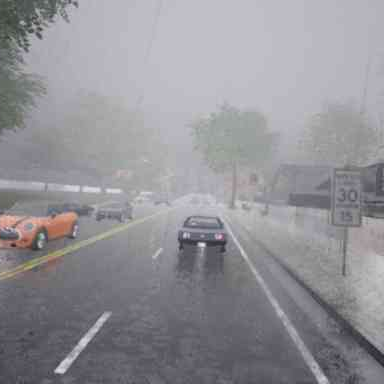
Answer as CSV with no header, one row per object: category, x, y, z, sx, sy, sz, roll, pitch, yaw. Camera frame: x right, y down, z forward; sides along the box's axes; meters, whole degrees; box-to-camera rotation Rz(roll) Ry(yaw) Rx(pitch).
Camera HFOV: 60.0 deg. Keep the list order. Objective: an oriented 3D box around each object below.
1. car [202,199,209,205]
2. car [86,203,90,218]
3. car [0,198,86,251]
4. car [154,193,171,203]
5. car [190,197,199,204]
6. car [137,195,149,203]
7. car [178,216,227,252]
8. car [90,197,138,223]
car,3.866,2.814,92.658,1.994,1.385,4.181,3,-1,3
car,-8.907,1.311,24.669,1.895,1.301,4.718,3,0,3
car,-6.169,1.134,13.047,2.097,1.767,4.553,3,0,3
car,-4.400,1.083,50.946,2.150,2.045,5.566,3,-1,3
car,0.623,2.667,92.813,1.994,1.385,4.181,3,-1,3
car,-7.656,1.234,51.115,1.812,1.442,4.674,3,-1,3
car,0.492,1.695,14.666,1.895,1.301,4.718,3,0,3
car,-5.647,1.364,24.779,1.837,1.490,4.892,3,0,3
